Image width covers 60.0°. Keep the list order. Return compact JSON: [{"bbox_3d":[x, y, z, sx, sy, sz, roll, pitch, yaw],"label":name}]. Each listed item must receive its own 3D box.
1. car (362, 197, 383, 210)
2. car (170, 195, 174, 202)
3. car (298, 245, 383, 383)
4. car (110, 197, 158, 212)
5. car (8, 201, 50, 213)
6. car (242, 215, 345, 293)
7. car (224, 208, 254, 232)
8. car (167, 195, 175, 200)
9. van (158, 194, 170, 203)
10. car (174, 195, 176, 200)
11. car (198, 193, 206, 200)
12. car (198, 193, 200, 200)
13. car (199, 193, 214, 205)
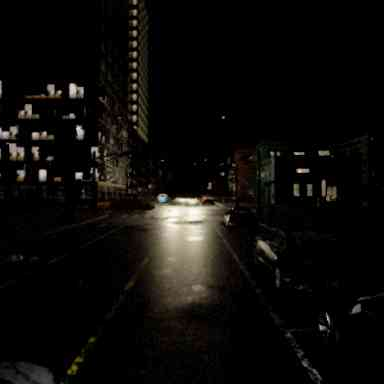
[{"bbox_3d":[20.689,1.212,35.310,4.829,1.417,1.752,-1,0,1],"label":"car"},{"bbox_3d":[-5.665,1.454,74.327,1.752,1.417,4.829,1,0,0],"label":"car"},{"bbox_3d":[2.703,1.564,3.119,1.947,1.339,4.313,1,0,0],"label":"car"},{"bbox_3d":[-6.845,1.474,38.267,5.008,1.535,1.882,-1,0,1],"label":"car"},{"bbox_3d":[-17.420,1.630,35.681,4.206,1.307,1.802,-1,0,1],"label":"car"},{"bbox_3d":[2.705,1.545,8.597,2.008,1.369,4.403,1,0,0],"label":"car"},{"bbox_3d":[2.829,1.568,19.549,1.802,1.307,4.206,1,0,0],"label":"car"},{"bbox_3d":[-5.663,1.475,91.519,1.947,1.339,4.313,1,0,0],"label":"car"},{"bbox_3d":[-5.664,1.282,63.148,1.690,1.788,3.998,1,0,0],"label":"van"},{"bbox_3d":[-5.664,1.497,85.845,1.802,1.307,4.206,1,0,0],"label":"car"},{"bbox_3d":[2.721,1.224,91.556,2.192,1.841,5.009,1,0,0],"label":"car"},{"bbox_3d":[2.718,1.250,68.860,2.192,1.841,5.009,1,0,0],"label":"car"},{"bbox_3d":[2.714,1.387,57.512,1.967,1.590,4.097,1,0,0],"label":"car"}]
